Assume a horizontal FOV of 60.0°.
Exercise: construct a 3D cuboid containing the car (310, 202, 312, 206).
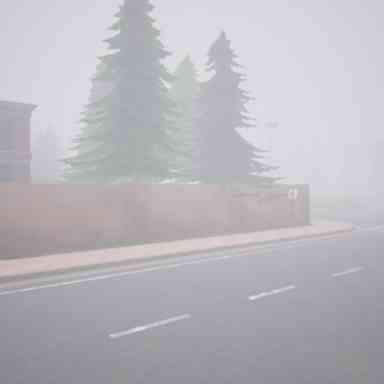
[{"bbox_3d":[11.931,1.243,40.876,2.033,1.411,5.357,-1,0,-35],"label":"car"}]
